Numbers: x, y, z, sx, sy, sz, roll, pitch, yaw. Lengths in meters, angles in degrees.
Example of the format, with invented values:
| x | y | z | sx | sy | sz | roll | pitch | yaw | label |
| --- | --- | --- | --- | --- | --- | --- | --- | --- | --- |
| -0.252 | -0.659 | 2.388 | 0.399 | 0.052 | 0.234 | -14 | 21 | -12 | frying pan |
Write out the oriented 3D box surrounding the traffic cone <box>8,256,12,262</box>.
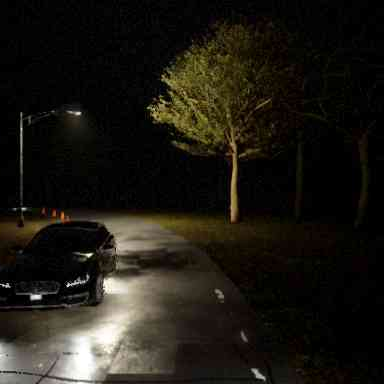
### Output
| x | y | z | sx | sy | sz | roll | pitch | yaw | label |
| --- | --- | --- | --- | --- | --- | --- | --- | --- | --- |
| -4.790 | 1.987 | 8.757 | 0.340 | 0.580 | 0.340 | 0 | 0 | -7 | traffic cone |

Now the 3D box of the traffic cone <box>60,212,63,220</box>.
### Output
| x | y | z | sx | sy | sz | roll | pitch | yaw | label |
| --- | --- | --- | --- | --- | --- | --- | --- | --- | --- |
| -10.468 | 1.950 | 26.914 | 0.340 | 0.580 | 0.340 | 0 | 0 | -27 | traffic cone |

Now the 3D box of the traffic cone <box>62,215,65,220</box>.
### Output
| x | y | z | sx | sy | sz | roll | pitch | yaw | label |
| --- | --- | --- | --- | --- | --- | --- | --- | --- | --- |
| -8.452 | 1.971 | 22.580 | 0.340 | 0.580 | 0.340 | 0 | 0 | -22 | traffic cone |

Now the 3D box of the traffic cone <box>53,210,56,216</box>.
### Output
| x | y | z | sx | sy | sz | roll | pitch | yaw | label |
| --- | --- | --- | --- | --- | --- | --- | --- | --- | --- |
| -12.860 | 1.932 | 31.052 | 0.340 | 0.580 | 0.340 | 0 | 0 | -33 | traffic cone |

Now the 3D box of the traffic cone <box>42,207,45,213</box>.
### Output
| x | y | z | sx | sy | sz | roll | pitch | yaw | label |
| --- | --- | --- | --- | --- | --- | --- | --- | --- | --- |
| -15.607 | 1.915 | 34.964 | 0.340 | 0.580 | 0.340 | 0 | 0 | -38 | traffic cone |

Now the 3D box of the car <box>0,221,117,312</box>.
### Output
| x | y | z | sx | sy | sz | roll | pitch | yaw | label |
| --- | --- | --- | --- | --- | --- | --- | --- | --- | --- |
| -2.925 | 1.533 | 8.040 | 1.837 | 1.490 | 4.892 | 0 | 0 | -7 | car |

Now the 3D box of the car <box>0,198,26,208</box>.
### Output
| x | y | z | sx | sy | sz | roll | pitch | yaw | label |
| --- | --- | --- | --- | --- | --- | --- | --- | --- | --- |
| -25.090 | 1.474 | 45.911 | 5.357 | 1.411 | 2.033 | 0 | 1 | 37 | car |
